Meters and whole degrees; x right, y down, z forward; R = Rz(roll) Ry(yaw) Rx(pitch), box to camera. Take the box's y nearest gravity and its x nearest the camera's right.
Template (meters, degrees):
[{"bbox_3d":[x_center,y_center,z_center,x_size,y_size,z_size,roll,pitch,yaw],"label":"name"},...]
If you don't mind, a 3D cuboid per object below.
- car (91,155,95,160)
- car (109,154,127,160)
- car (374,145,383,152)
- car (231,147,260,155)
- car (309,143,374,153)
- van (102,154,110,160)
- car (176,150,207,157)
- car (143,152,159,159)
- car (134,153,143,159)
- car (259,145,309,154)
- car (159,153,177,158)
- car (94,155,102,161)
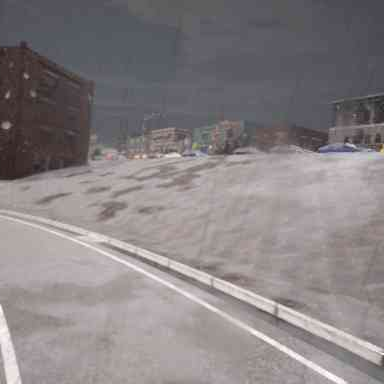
[{"bbox_3d":[-23.457,-7.999,82.324,2.435,2.045,5.566,4,1,-33],"label":"car"},{"bbox_3d":[-14.572,-6.684,68.446,2.231,1.521,4.892,4,1,-33],"label":"car"},{"bbox_3d":[15.477,-2.819,22.232,2.097,1.535,5.008,4,2,-35],"label":"car"},{"bbox_3d":[6.244,-4.061,35.989,2.231,1.521,4.892,4,2,-33],"label":"car"},{"bbox_3d":[12.297,-3.211,26.762,2.002,1.452,4.674,4,2,-34],"label":"car"},{"bbox_3d":[-17.460,-7.263,72.975,1.878,1.987,4.442,4,1,-33],"label":"van"},{"bbox_3d":[0.363,-4.938,45.174,2.185,1.767,4.553,4,2,-33],"label":"car"},{"bbox_3d":[-5.652,-5.702,54.555,2.185,1.767,4.553,4,2,-33],"label":"car"},{"bbox_3d":[-8.626,-6.076,59.192,2.185,1.767,4.553,4,2,-33],"label":"car"},{"bbox_3d":[9.222,-3.669,31.358,2.231,1.521,4.892,4,2,-33],"label":"car"},{"bbox_3d":[-2.610,-5.149,49.792,2.002,1.452,4.674,4,2,-33],"label":"car"},{"bbox_3d":[-20.524,-7.362,77.720,2.002,1.452,4.674,4,1,-33],"label":"car"}]
